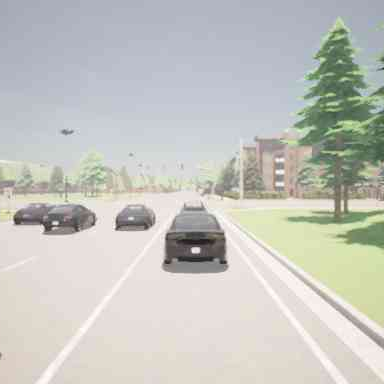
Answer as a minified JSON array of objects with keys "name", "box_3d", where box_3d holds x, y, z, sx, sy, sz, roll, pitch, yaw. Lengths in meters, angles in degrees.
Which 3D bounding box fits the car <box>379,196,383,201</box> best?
[{"name":"car","box_3d":[39.096,1.115,64.958,4.902,1.511,2.128,0,0,0]}]

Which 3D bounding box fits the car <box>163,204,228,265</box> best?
[{"name":"car","box_3d":[0.101,1.405,11.452,1.882,1.535,5.008,0,0,0]}]

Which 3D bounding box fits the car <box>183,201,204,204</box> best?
[{"name":"car","box_3d":[0.103,1.350,22.408,2.128,1.511,4.902,0,0,0]}]

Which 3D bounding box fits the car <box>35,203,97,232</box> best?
[{"name":"car","box_3d":[-6.899,1.405,19.109,1.812,1.442,4.674,0,0,0]}]

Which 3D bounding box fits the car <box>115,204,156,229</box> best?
[{"name":"car","box_3d":[-3.399,1.434,20.529,1.994,1.385,4.181,0,0,0]}]

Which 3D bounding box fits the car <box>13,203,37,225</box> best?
[{"name":"car","box_3d":[-10.398,1.420,22.852,1.994,1.385,4.181,0,0,0]}]
